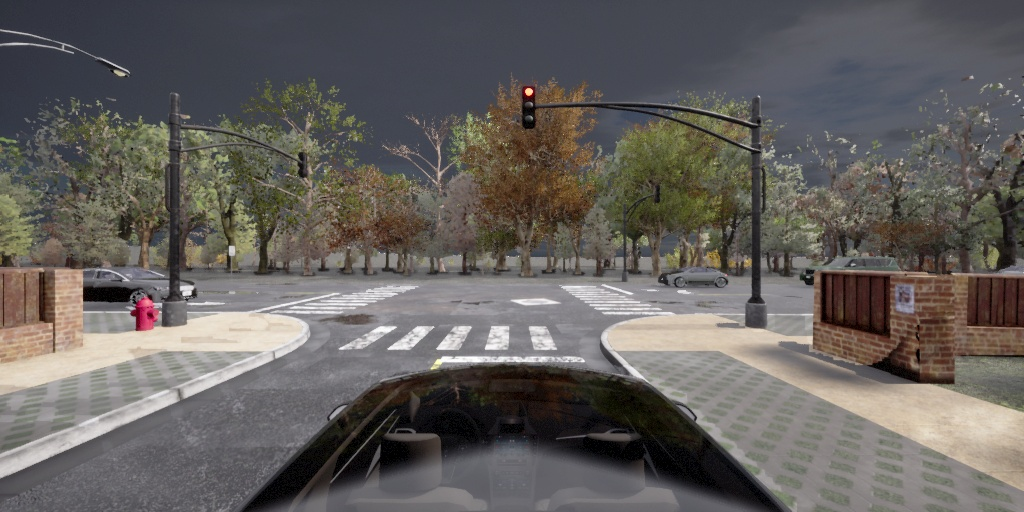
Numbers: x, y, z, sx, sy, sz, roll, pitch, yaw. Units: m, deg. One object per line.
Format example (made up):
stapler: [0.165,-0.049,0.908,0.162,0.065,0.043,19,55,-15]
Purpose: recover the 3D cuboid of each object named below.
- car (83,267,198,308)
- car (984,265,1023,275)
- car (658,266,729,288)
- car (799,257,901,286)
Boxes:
car: [-15.114,1.183,13.975,4.902,1.511,2.128,0,0,0]
car: [34.490,1.369,23.951,4.902,1.511,2.128,0,0,0]
car: [12.035,1.368,23.951,4.181,1.385,1.994,0,0,0]
car: [22.541,1.062,23.964,5.566,2.045,2.150,0,0,-1]
